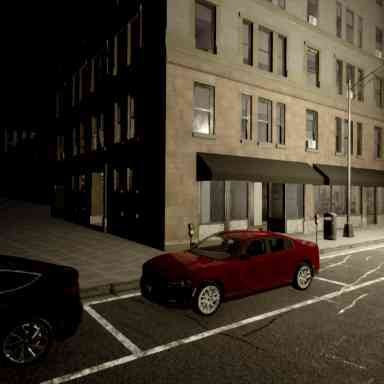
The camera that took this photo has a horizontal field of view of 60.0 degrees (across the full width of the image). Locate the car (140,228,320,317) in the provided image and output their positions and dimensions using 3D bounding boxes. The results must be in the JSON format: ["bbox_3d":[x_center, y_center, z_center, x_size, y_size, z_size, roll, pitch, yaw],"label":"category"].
[{"bbox_3d":[1.017,1.546,7.477,4.507,1.381,1.887,0,1,-35],"label":"car"}]

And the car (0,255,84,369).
[{"bbox_3d":[-3.604,1.566,4.187,4.313,1.339,1.947,0,1,-35],"label":"car"}]
